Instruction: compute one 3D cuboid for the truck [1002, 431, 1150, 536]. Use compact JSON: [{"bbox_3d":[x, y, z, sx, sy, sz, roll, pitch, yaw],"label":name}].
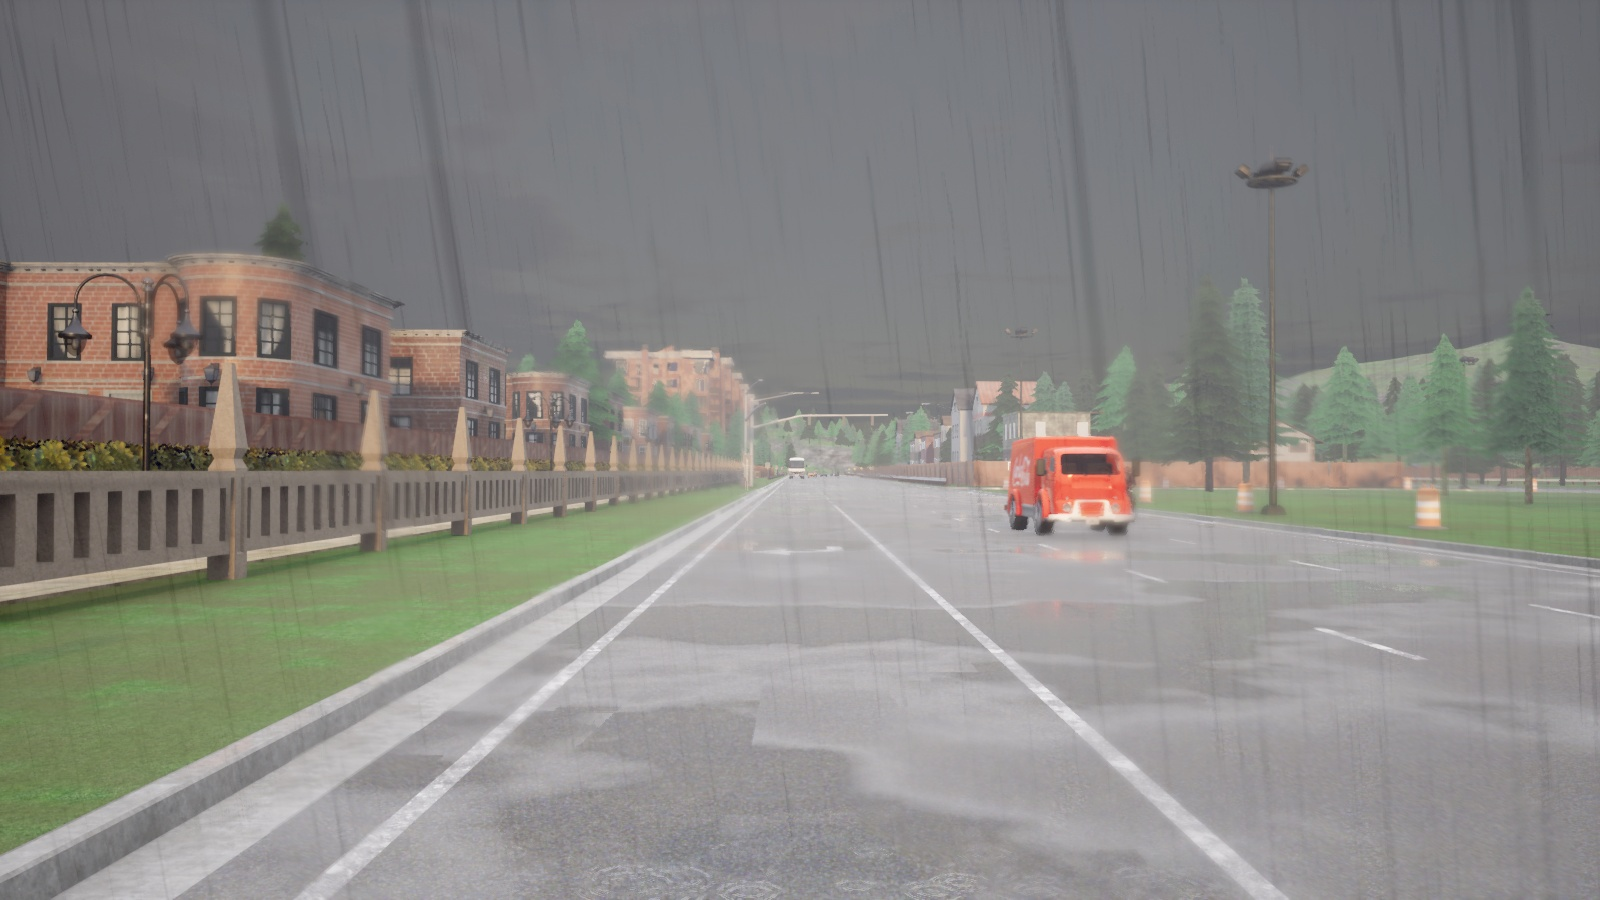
[{"bbox_3d":[6.922,0.840,32.210,2.627,2.467,5.204,0,-1,0],"label":"truck"}]
